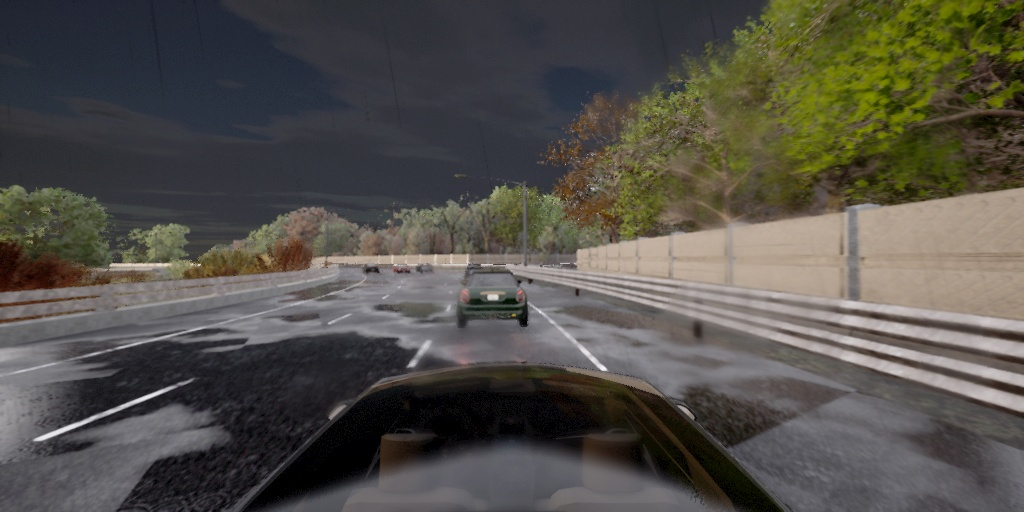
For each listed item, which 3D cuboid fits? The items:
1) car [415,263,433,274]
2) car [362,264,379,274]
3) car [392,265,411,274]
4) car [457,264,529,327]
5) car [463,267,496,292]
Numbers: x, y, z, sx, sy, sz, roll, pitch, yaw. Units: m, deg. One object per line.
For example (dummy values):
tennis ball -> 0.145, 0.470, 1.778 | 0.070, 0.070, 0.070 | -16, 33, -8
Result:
car -> -13.201, 1.861, 53.987 | 2.128, 1.511, 4.902 | 0, -1, -28
car -> -21.565, 1.889, 54.602 | 1.882, 1.535, 5.008 | 0, -1, -30
car -> -16.123, 1.962, 52.121 | 1.895, 1.301, 4.718 | 0, -1, -27
car -> -0.697, 1.219, 12.301 | 2.097, 1.767, 4.553 | 0, -1, -4
car -> -2.409, 1.562, 25.273 | 2.033, 1.411, 5.357 | 0, -1, -9
